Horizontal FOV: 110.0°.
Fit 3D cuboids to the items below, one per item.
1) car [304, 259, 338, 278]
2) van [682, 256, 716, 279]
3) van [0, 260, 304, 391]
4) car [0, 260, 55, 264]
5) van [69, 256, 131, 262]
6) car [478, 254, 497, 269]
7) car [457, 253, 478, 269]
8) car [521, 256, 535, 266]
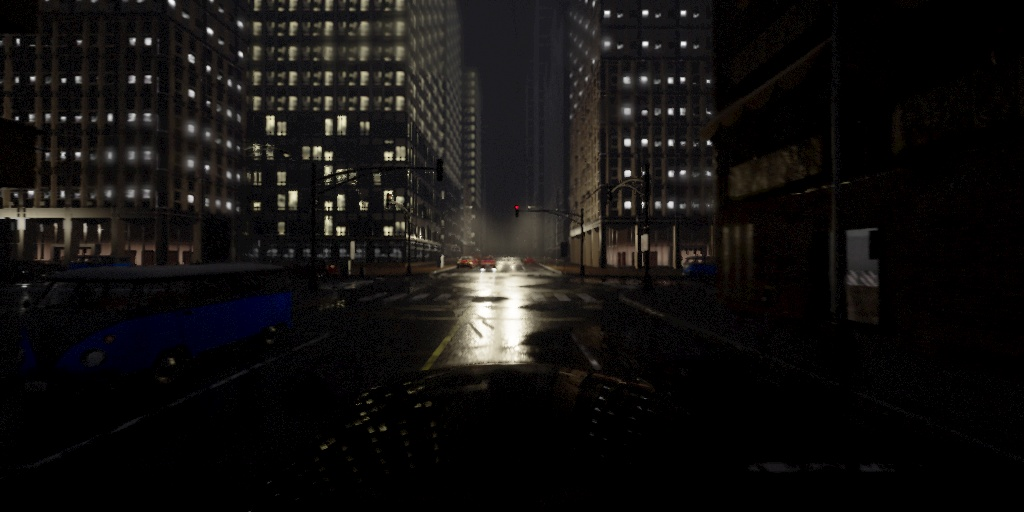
[{"bbox_3d":[-16.489,0.977,29.112,4.097,1.591,1.967,0,0,0],"label":"car"},{"bbox_3d":[15.985,0.932,29.034,3.998,1.789,1.690,0,0,0],"label":"van"},{"bbox_3d":[-5.826,1.044,6.481,1.690,1.789,3.998,0,0,0],"label":"van"},{"bbox_3d":[-32.843,0.986,23.374,4.674,1.442,1.812,0,-1,0],"label":"car"},{"bbox_3d":[-33.435,0.854,29.151,3.998,1.789,1.690,0,0,0],"label":"van"},{"bbox_3d":[-2.995,0.843,46.175,1.812,1.442,4.674,0,1,0],"label":"car"},{"bbox_3d":[-5.685,0.766,44.545,1.967,1.591,4.097,0,0,0],"label":"car"},{"bbox_3d":[2.697,0.798,55.756,1.802,1.307,4.207,0,0,0],"label":"car"}]
